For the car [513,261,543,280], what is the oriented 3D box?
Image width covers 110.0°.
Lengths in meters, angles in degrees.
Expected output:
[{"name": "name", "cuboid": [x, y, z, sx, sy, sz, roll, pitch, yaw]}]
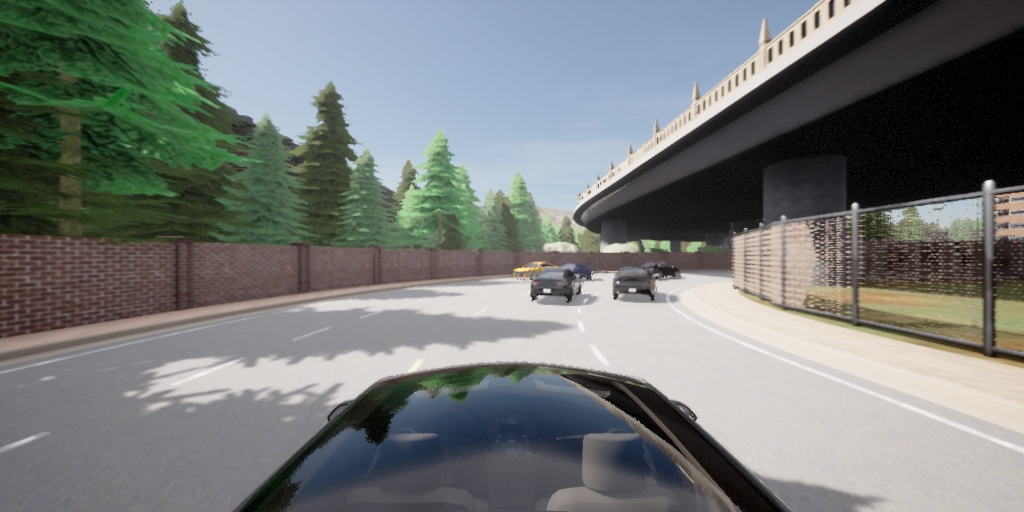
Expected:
[{"name": "car", "cuboid": [2.133, 1.250, 31.147, 1.882, 1.535, 5.008, 0, 0, 41]}]

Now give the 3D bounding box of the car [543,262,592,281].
[{"name": "car", "cuboid": [4.806, 1.297, 28.965, 1.812, 1.442, 4.674, 0, 0, 41]}]

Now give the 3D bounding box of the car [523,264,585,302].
[{"name": "car", "cuboid": [2.160, 1.287, 17.105, 1.812, 1.442, 4.674, 0, 0, 18]}]

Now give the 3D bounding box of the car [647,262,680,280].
[{"name": "car", "cuboid": [13.000, 1.266, 31.711, 4.902, 1.511, 2.128, 0, 0, -38]}]

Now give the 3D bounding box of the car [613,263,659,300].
[{"name": "car", "cuboid": [6.195, 1.268, 17.965, 1.837, 1.490, 4.892, -1, 0, 23]}]
